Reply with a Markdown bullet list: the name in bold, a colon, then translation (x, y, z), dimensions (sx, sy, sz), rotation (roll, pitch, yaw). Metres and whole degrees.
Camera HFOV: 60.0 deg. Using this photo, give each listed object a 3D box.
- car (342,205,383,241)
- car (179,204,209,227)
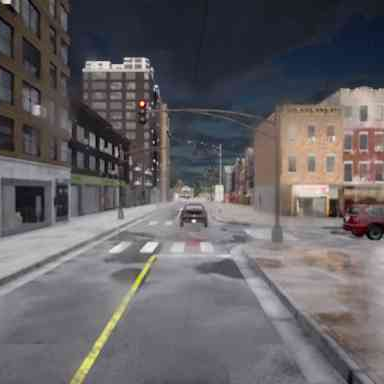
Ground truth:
- **car**: translation (10.836, 1.644, 18.095), dimensions (5.009, 1.841, 2.192), rotation (1, -1, 0)
- **car**: translation (0.135, 1.617, 23.986), dimensions (1.837, 1.490, 4.892), rotation (0, 0, 0)
